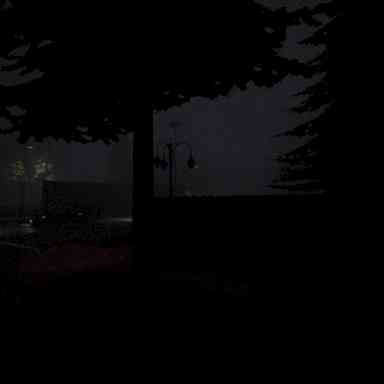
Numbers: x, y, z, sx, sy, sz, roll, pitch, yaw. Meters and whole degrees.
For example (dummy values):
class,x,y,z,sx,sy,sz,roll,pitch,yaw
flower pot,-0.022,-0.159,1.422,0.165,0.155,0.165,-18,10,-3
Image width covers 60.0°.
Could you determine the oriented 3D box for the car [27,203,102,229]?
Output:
class,x,y,z,sx,sy,sz,roll,pitch,yaw
car,-8.343,1.510,22.185,2.128,1.511,4.902,0,0,36
